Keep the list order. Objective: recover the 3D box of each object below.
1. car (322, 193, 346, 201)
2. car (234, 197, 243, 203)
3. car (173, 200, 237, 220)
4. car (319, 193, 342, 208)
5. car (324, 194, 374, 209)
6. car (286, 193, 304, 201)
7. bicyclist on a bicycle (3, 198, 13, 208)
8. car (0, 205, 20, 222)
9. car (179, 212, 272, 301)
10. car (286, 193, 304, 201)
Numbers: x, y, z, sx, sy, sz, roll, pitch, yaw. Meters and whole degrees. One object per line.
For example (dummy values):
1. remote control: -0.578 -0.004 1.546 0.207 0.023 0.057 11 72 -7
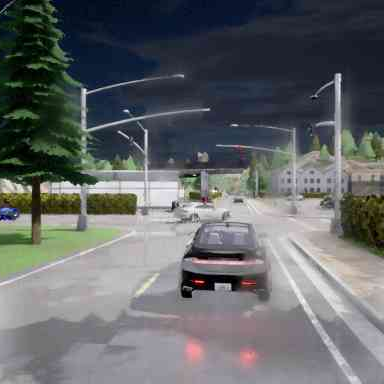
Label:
1. car: 31.761 1.097 74.502 4.605 1.855 1.932 0 0 8
2. car: 9.435 1.601 67.364 1.895 1.301 4.718 0 0 8
3. car: 0.821 1.526 25.518 4.674 1.442 1.812 0 1 -31
4. car: 18.669 1.330 41.703 5.027 1.636 2.152 0 0 8
5. car: 18.287 1.340 38.589 4.514 1.523 2.007 0 0 8
6. car: 24.424 1.077 78.846 3.866 1.878 1.905 0 0 8
7. bicyclist on a bicycle: -17.964 1.453 32.495 0.582 1.620 1.656 0 0 7
8. car: -15.558 1.477 25.071 5.008 1.535 1.882 0 0 8
9. car: 0.884 1.492 8.373 2.128 1.511 4.902 0 0 8
10. car: 23.359 1.361 75.638 3.806 1.475 1.970 0 0 8
